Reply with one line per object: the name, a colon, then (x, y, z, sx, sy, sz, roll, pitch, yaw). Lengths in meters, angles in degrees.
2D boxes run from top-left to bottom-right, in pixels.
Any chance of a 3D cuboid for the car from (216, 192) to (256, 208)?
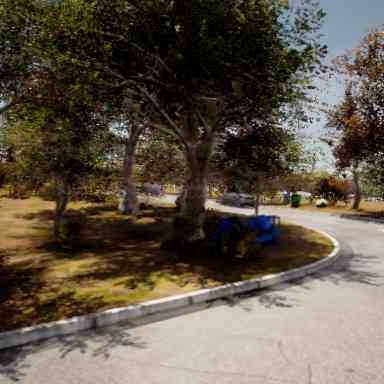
car: (4.220, 0.696, 32.022, 1.994, 1.385, 4.181, 2, 2, -34)
